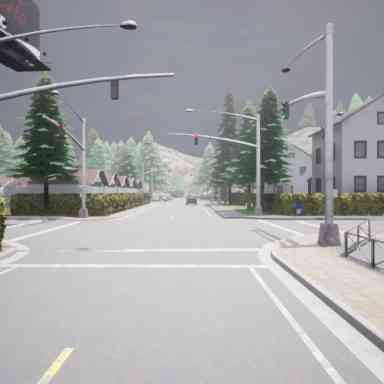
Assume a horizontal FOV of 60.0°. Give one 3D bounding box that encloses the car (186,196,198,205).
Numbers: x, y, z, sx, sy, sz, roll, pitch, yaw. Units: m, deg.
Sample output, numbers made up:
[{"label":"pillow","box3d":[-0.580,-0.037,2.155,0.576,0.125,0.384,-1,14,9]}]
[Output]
[{"label":"car","box3d":[-0.081,1.505,59.182,1.837,1.490,4.892,0,0,0]}]
